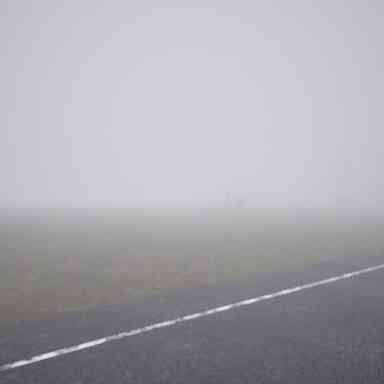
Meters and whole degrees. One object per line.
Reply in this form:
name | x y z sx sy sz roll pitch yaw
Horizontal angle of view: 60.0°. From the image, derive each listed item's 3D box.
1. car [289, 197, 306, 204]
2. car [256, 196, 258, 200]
car | 22.433 1.732 70.761 1.994 1.385 4.181 1 0 -34
car | 13.964 1.410 83.178 2.150 2.045 5.566 1 0 -34
